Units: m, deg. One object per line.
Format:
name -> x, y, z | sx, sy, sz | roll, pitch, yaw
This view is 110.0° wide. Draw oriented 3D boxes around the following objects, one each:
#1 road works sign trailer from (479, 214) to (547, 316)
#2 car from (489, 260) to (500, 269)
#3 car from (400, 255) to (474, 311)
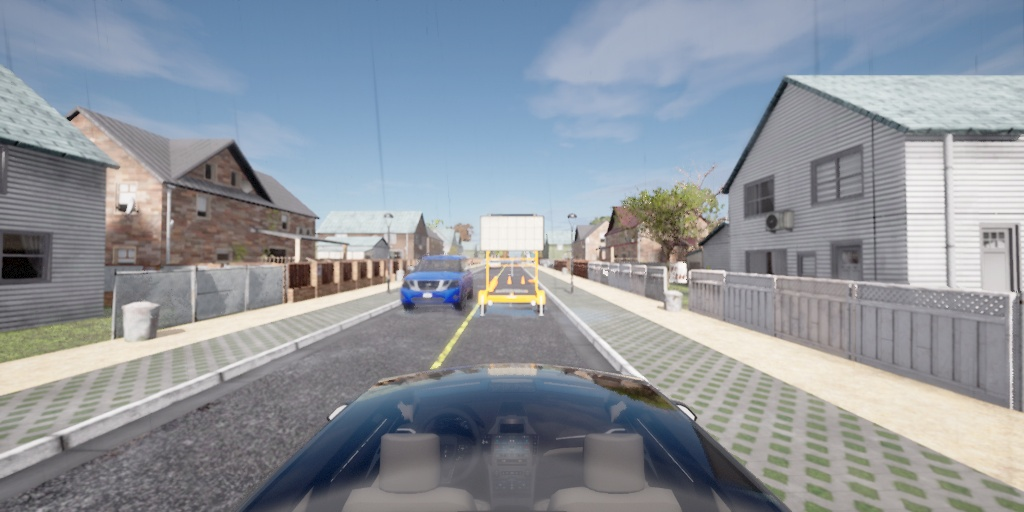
road works sign trailer -> 0.001, 0.223, 13.478 | 2.380, 3.560, 2.880 | 0, 0, 0
car -> -2.871, 1.411, 58.587 | 1.812, 1.442, 4.674 | 0, -1, 0
car -> -2.862, 0.982, 14.913 | 2.150, 2.045, 5.566 | 0, 0, 0
